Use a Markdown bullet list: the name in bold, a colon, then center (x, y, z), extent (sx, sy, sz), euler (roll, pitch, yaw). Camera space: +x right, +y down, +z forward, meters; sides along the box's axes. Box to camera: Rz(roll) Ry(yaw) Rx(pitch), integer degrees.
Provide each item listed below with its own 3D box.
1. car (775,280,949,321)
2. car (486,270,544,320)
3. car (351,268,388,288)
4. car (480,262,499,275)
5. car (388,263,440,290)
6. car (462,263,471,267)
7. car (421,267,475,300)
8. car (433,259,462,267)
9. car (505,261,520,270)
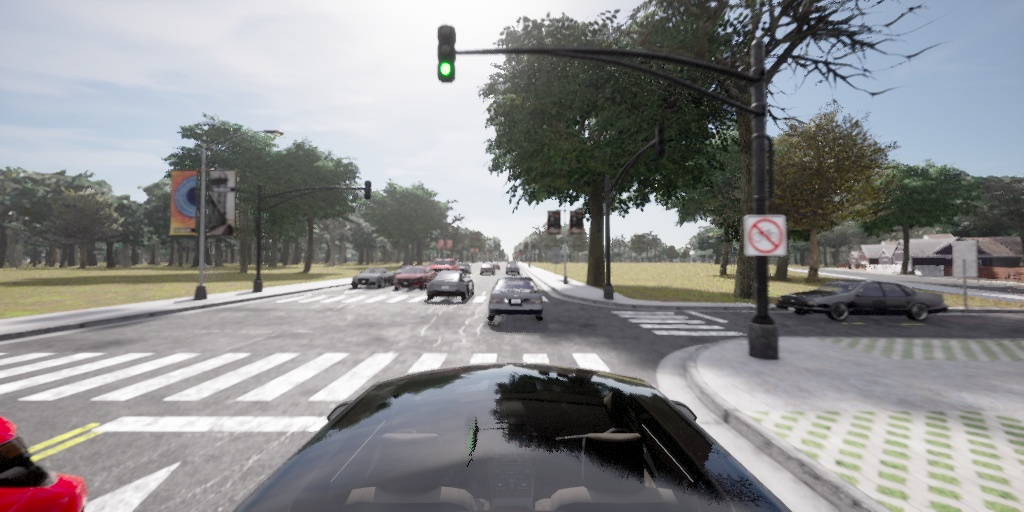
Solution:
- **car**: center (13.063, 1.617, 13.514), extent (5.357, 1.411, 2.033), euler (1, -1, -3)
- **car**: center (0.119, 1.421, 13.296), extent (2.033, 1.411, 5.357), euler (1, 0, 0)
- **car**: center (-9.841, 1.533, 25.799), extent (1.994, 1.385, 4.181), euler (0, -1, 1)
- **car**: center (-3.154, 1.705, 47.393), extent (2.033, 1.411, 5.357), euler (0, 0, 0)
- **car**: center (-6.595, 1.437, 24.747), extent (1.882, 1.535, 5.008), euler (0, -1, 0)
- **car**: center (-6.567, 1.669, 48.034), extent (1.837, 1.490, 4.892), euler (0, -1, 1)
- **car**: center (-3.152, 1.471, 18.978), extent (1.994, 1.385, 4.181), euler (0, -1, 0)
- **car**: center (-6.604, 1.269, 34.667), extent (2.150, 2.045, 5.566), euler (0, 0, 1)
- **car**: center (0.095, 1.702, 47.049), extent (2.033, 1.411, 5.357), euler (0, 0, 0)
